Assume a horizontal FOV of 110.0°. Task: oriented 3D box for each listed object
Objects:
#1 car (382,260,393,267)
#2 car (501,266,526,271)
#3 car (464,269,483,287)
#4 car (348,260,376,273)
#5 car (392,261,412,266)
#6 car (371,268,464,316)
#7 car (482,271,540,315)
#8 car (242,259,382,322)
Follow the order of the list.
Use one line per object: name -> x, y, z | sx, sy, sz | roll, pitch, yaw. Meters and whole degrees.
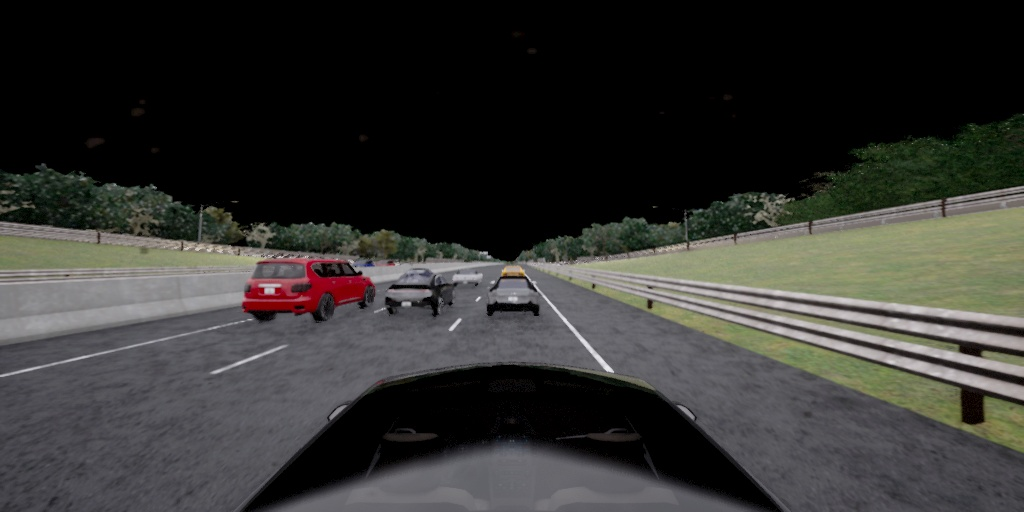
car -> -20.849, 1.682, 58.533 | 2.150, 2.045, 5.566 | 0, -1, 1
car -> 0.113, 1.585, 30.309 | 1.882, 1.535, 5.008 | 0, 0, 1
car -> -3.409, 1.687, 28.529 | 1.895, 1.301, 4.718 | 0, -1, 1
car -> -24.342, 1.682, 58.546 | 2.150, 2.045, 5.566 | 0, -1, 1
car -> -17.361, 1.939, 58.564 | 1.882, 1.535, 5.008 | 0, -1, 1
car -> -3.445, 1.401, 14.207 | 2.128, 1.511, 4.902 | 0, -1, 1
car -> 0.058, 1.477, 14.444 | 1.994, 1.385, 4.181 | 0, -1, 1
car -> -6.960, 1.118, 13.023 | 2.150, 2.045, 5.566 | 0, 0, 1
